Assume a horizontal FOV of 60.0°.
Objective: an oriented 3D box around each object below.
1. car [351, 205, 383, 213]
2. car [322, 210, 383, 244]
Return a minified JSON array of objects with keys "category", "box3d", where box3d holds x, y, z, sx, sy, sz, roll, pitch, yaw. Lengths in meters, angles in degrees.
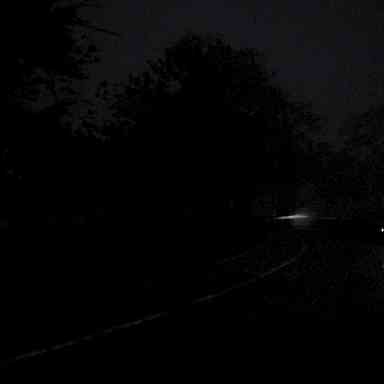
[{"category":"car","box3d":[20.013,2.206,37.567,4.902,1.511,2.128,1,-1,-16]},{"category":"car","box3d":[9.022,1.864,17.510,1.895,1.301,4.718,1,-1,-12]}]
